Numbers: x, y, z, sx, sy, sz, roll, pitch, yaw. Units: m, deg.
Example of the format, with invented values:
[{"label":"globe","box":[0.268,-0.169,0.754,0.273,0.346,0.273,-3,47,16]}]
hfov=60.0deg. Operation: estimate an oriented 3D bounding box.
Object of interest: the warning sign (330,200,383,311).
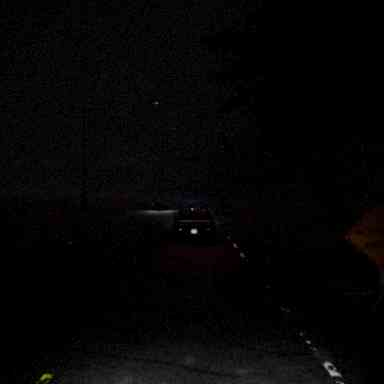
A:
[{"label":"warning sign","box":[3.506,1.091,6.217,1.300,1.860,1.060,-3,-2,0]}]

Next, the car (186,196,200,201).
[{"label":"car","box":[0.096,1.383,32.664,1.812,1.442,4.674,0,0,0]}]

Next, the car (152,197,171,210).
[{"label":"car","box":[-3.593,1.310,39.353,1.882,1.535,5.008,0,0,0]}]

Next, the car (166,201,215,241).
[{"label":"car","box":[0.094,1.421,16.266,2.128,1.511,4.902,0,0,0]}]
